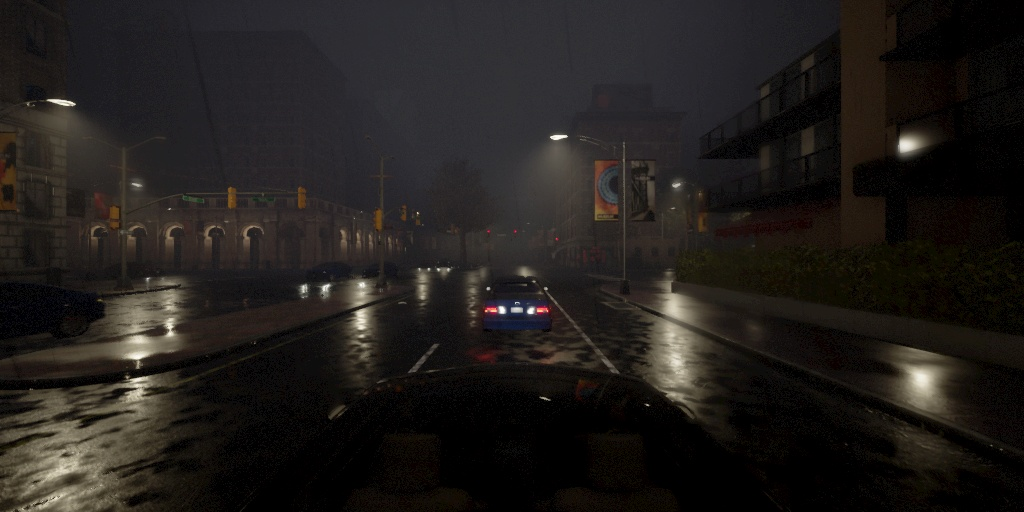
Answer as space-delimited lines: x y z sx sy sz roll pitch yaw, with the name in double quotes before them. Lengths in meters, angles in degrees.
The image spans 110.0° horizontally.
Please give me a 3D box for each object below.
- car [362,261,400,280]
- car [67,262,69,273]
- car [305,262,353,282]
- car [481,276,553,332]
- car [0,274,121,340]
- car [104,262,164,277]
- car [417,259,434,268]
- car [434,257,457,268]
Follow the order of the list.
"car" -11.326 1.227 31.326 1.882 1.535 5.008 0 0 1
"car" -46.512 1.314 34.743 4.181 1.385 1.994 0 0 1
"car" -14.846 1.227 29.400 1.882 1.535 5.008 0 0 1
"car" 0.150 1.297 10.819 2.033 1.411 5.357 0 0 1
"car" -11.559 1.276 7.448 1.812 1.442 4.674 0 0 1
"car" -36.561 1.276 34.666 4.674 1.442 1.812 0 0 0
"car" -14.491 1.228 61.845 1.882 1.535 5.008 0 0 1
"car" -11.026 1.102 59.774 2.097 1.767 4.553 0 0 1
